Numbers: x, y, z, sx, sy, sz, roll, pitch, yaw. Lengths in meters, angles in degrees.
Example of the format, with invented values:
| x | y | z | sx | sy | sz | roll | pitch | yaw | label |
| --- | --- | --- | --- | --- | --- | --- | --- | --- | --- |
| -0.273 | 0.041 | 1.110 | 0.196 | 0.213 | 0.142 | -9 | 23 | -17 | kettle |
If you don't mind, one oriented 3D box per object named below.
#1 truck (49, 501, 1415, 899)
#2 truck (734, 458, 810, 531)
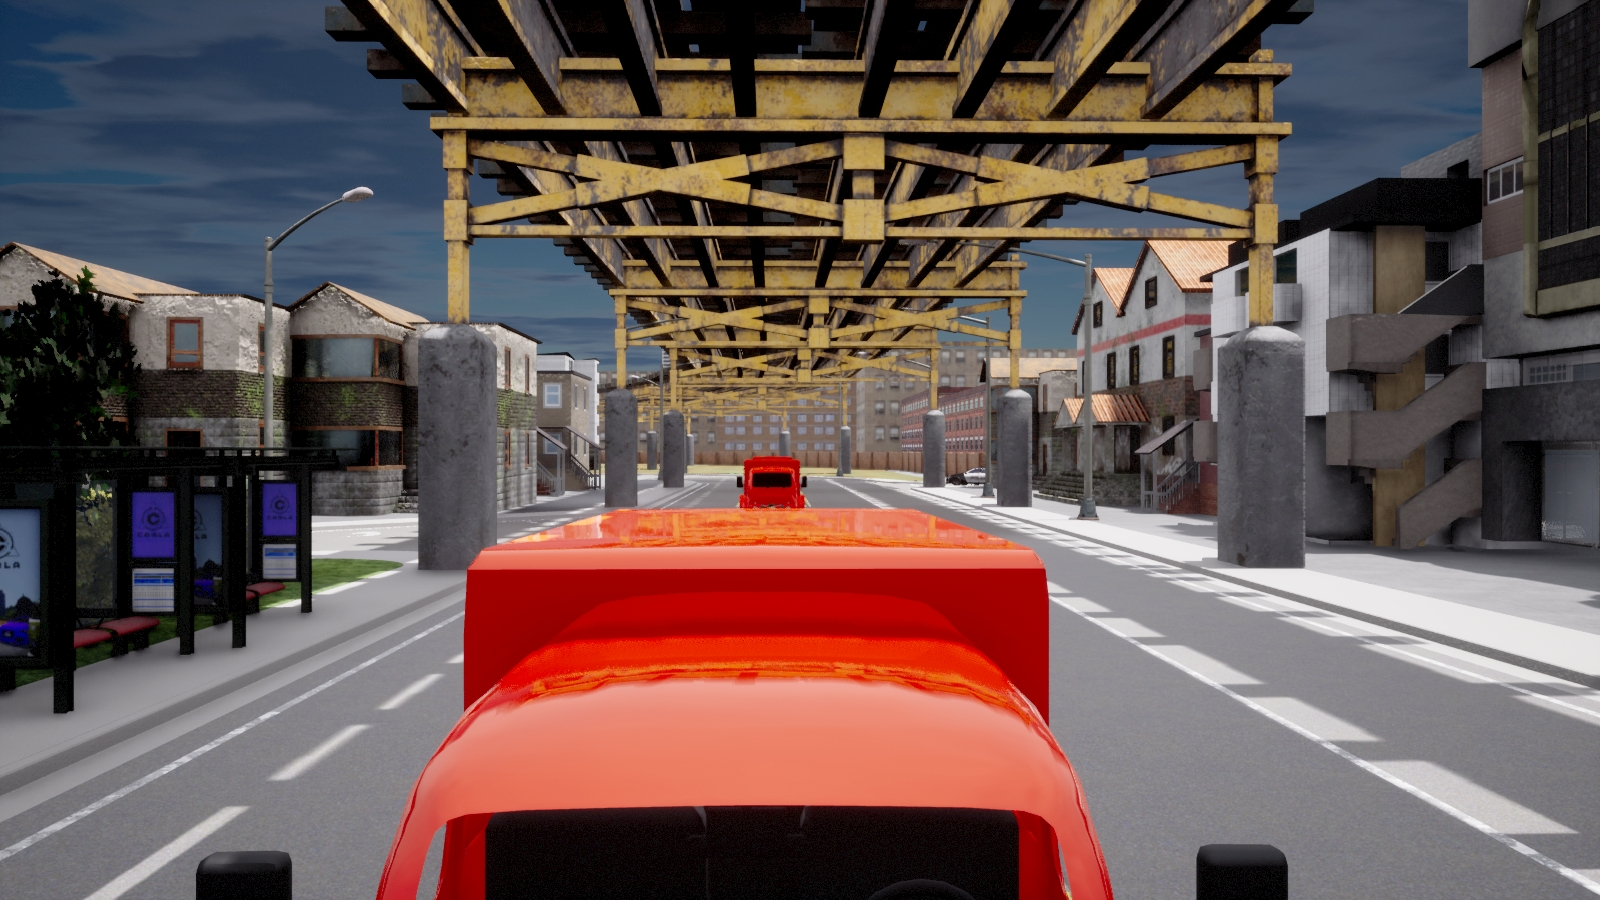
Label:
| x | y | z | sx | sy | sz | roll | pitch | yaw | label |
| --- | --- | --- | --- | --- | --- | --- | --- | --- | --- |
| -0.167 | 1.568 | 4.802 | 2.627 | 2.467 | 5.204 | 0 | 0 | -1 | truck |
| -1.036 | 1.568 | 42.365 | 2.627 | 2.467 | 5.204 | 0 | 0 | -1 | truck |
